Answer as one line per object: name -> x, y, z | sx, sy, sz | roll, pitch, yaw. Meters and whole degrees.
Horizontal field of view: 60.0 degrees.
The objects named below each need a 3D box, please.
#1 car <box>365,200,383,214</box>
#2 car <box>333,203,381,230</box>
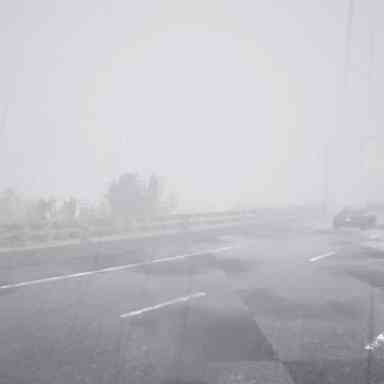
car -> 20.792, 1.612, 37.851 | 1.882, 1.535, 5.008 | 0, 0, 27
car -> 10.692, 1.638, 21.746 | 1.994, 1.385, 4.181 | 0, 0, 38
